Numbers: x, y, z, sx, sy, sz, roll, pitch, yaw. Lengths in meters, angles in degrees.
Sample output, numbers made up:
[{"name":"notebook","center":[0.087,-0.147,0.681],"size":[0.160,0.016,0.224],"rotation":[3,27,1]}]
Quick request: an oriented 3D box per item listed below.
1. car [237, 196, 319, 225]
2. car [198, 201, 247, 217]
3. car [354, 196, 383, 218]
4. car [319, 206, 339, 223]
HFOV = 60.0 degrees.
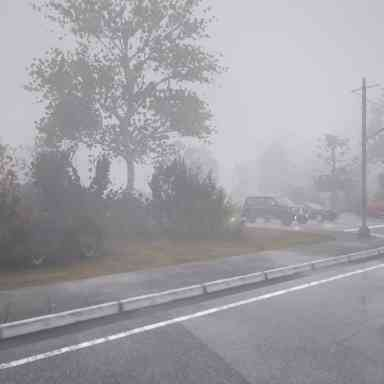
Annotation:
[{"name":"car","center":[6.235,1.316,25.123],"size":[2.150,2.045,5.566],"rotation":[0,-1,-37]},{"name":"car","center":[3.083,1.705,34.178],"size":[1.882,1.535,5.008],"rotation":[0,-1,-43]},{"name":"car","center":[16.814,1.275,28.241],"size":[2.150,2.045,5.566],"rotation":[-1,0,-37]},{"name":"car","center":[9.270,1.566,26.866],"size":[1.882,1.535,5.008],"rotation":[0,-1,-39]}]
